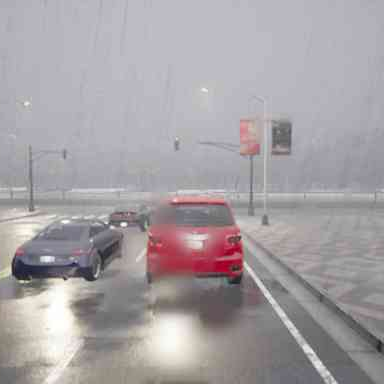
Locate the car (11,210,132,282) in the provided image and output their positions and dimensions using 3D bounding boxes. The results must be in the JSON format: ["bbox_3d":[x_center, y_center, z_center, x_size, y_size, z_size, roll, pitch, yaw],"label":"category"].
[{"bbox_3d":[-3.214,1.448,9.468,1.994,1.385,4.181,0,1,1],"label":"car"}]

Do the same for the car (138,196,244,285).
[{"bbox_3d":[0.046,1.108,9.276,2.150,2.045,5.566,0,1,-1],"label":"car"}]

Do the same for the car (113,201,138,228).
[{"bbox_3d":[-3.271,1.281,18.369,1.837,1.490,4.892,0,1,0],"label":"car"}]

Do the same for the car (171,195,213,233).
[{"bbox_3d":[-0.021,1.123,18.913,2.097,1.767,4.553,0,1,0],"label":"car"}]
